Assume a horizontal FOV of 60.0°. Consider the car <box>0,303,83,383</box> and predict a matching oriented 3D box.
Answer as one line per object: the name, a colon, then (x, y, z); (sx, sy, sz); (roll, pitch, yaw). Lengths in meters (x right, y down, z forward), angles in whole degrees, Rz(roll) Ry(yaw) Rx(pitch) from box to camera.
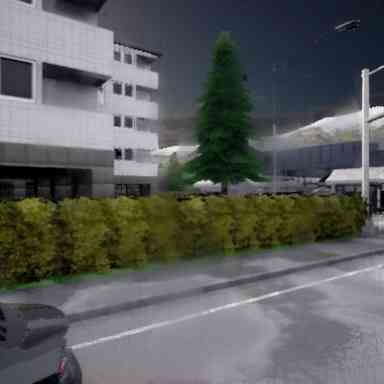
car: (-3.134, 1.505, 1.745); (4.892, 1.490, 1.837); (0, 0, -35)
